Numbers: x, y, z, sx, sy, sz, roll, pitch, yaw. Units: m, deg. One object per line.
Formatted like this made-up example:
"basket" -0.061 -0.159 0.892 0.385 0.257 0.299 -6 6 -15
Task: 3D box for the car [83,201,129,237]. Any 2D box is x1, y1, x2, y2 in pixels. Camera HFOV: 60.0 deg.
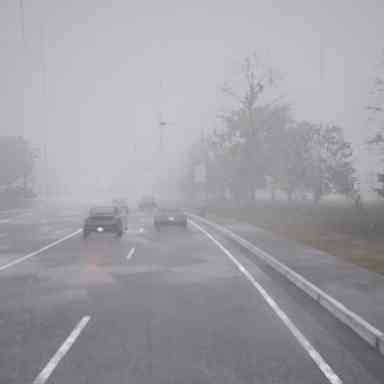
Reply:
"car" -4.525 1.468 17.817 1.837 1.490 4.892 0 0 -6

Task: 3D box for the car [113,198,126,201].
"car" -8.624 1.460 39.552 2.033 1.411 5.357 0 0 -15

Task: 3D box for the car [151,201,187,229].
"car" -1.453 1.516 21.369 1.994 1.385 4.181 0 0 -7

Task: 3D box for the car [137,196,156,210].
"car" -5.739 1.260 42.037 2.097 1.767 4.553 0 0 -15
